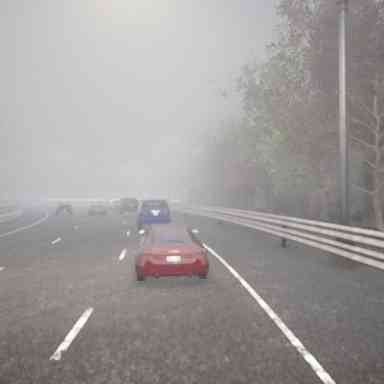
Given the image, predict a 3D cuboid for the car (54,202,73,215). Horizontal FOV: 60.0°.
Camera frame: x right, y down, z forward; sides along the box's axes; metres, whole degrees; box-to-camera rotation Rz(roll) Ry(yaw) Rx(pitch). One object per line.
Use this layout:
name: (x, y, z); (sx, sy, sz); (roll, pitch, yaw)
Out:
car: (-15.604, 1.952, 40.426); (1.837, 1.490, 4.892); (0, -1, -23)

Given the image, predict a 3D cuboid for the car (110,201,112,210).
car: (-12.055, 2.083, 49.267); (2.033, 1.411, 5.357); (0, -1, -27)

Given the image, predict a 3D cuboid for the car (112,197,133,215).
car: (-7.774, 1.650, 39.524); (2.150, 2.045, 5.566); (0, -1, -21)

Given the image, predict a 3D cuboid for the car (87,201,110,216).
car: (-11.028, 1.984, 38.407); (1.994, 1.385, 4.181); (0, -1, -21)

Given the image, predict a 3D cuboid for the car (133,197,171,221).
car: (-2.823, 1.477, 23.459); (2.150, 2.045, 5.566); (0, 0, -12)

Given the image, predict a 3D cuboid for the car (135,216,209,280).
car: (-0.706, 1.676, 10.379); (1.994, 1.385, 4.181); (0, -1, -7)
